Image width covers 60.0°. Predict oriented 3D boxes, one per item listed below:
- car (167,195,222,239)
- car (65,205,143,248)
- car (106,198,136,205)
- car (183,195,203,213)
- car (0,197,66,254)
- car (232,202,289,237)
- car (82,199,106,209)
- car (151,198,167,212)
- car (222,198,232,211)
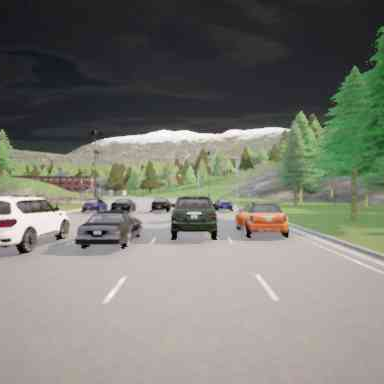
[{"bbox_3d":[0.095,1.176,17.118,2.150,2.045,5.566,0,0,0],"label":"car"},{"bbox_3d":[-3.404,1.510,14.479,2.033,1.411,5.357,0,0,0],"label":"car"},{"bbox_3d":[-6.909,1.391,33.879,1.882,1.535,5.008,0,0,0],"label":"car"},{"bbox_3d":[0.091,1.259,36.692,2.097,1.767,4.553,0,0,0],"label":"car"},{"bbox_3d":[-6.904,1.187,13.499,2.150,2.045,5.566,0,0,0],"label":"car"},{"bbox_3d":[3.595,1.307,17.757,2.097,1.767,4.553,0,0,0],"label":"car"},{"bbox_3d":[-10.408,1.434,35.808,1.812,1.442,4.674,0,0,0],"label":"car"},{"bbox_3d":[-3.411,1.384,36.972,1.882,1.535,5.008,0,0,0],"label":"car"},{"bbox_3d":[3.588,1.429,38.141,1.812,1.442,4.674,0,0,0],"label":"car"}]
